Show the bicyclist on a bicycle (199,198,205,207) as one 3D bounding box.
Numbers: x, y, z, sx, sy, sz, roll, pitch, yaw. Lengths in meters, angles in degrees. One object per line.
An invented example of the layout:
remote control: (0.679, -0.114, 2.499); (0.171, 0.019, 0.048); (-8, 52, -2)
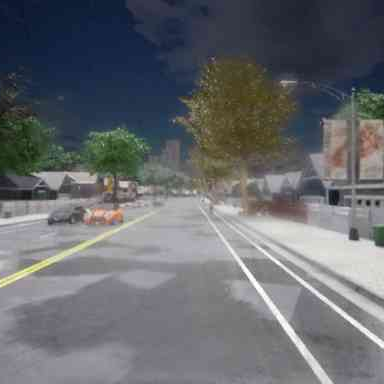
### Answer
bicyclist on a bicycle: (2.241, 2.055, 63.260); (0.659, 1.776, 1.843); (0, 0, 0)

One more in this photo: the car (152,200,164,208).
car: (-6.519, 2.269, 63.666); (1.895, 1.301, 4.718); (0, -1, 0)

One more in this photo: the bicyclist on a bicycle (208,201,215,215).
bicyclist on a bicycle: (2.246, 1.874, 37.846); (0.866, 1.612, 1.509); (0, 0, 0)

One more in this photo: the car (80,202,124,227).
car: (-6.601, 1.625, 25.436); (2.097, 1.767, 4.553); (0, -1, 0)

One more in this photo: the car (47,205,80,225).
car: (-9.851, 1.791, 26.601); (1.837, 1.490, 4.892); (0, -1, 0)

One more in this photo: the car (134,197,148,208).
car: (-9.770, 1.994, 64.066); (2.150, 2.045, 5.566); (0, -1, 0)
